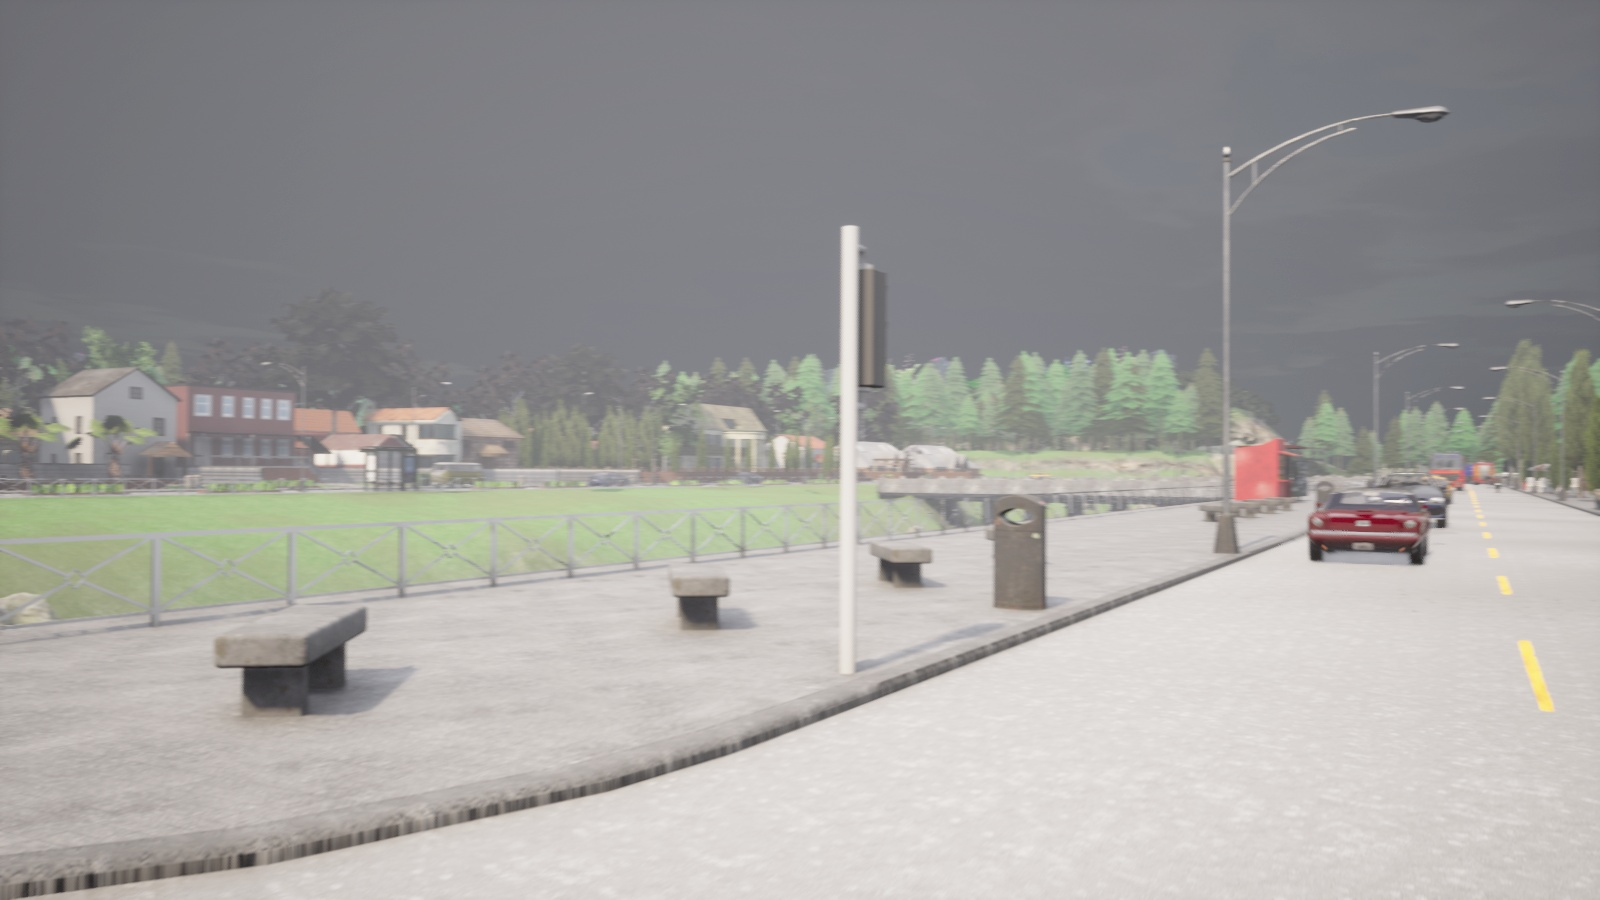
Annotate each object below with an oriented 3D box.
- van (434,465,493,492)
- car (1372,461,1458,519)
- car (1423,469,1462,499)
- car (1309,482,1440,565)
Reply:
[{"bbox_3d":[-25.379,2.127,94.835,1.775,1.987,4.442,-1,-1,28],"label":"van"},{"bbox_3d":[18.852,1.188,38.367,2.152,1.651,5.027,-1,-1,28],"label":"car"},{"bbox_3d":[35.196,1.818,68.755,1.801,1.575,5.366,-1,-1,28],"label":"car"},{"bbox_3d":[10.702,1.275,23.205,1.895,1.301,4.718,-1,-1,28],"label":"car"}]
